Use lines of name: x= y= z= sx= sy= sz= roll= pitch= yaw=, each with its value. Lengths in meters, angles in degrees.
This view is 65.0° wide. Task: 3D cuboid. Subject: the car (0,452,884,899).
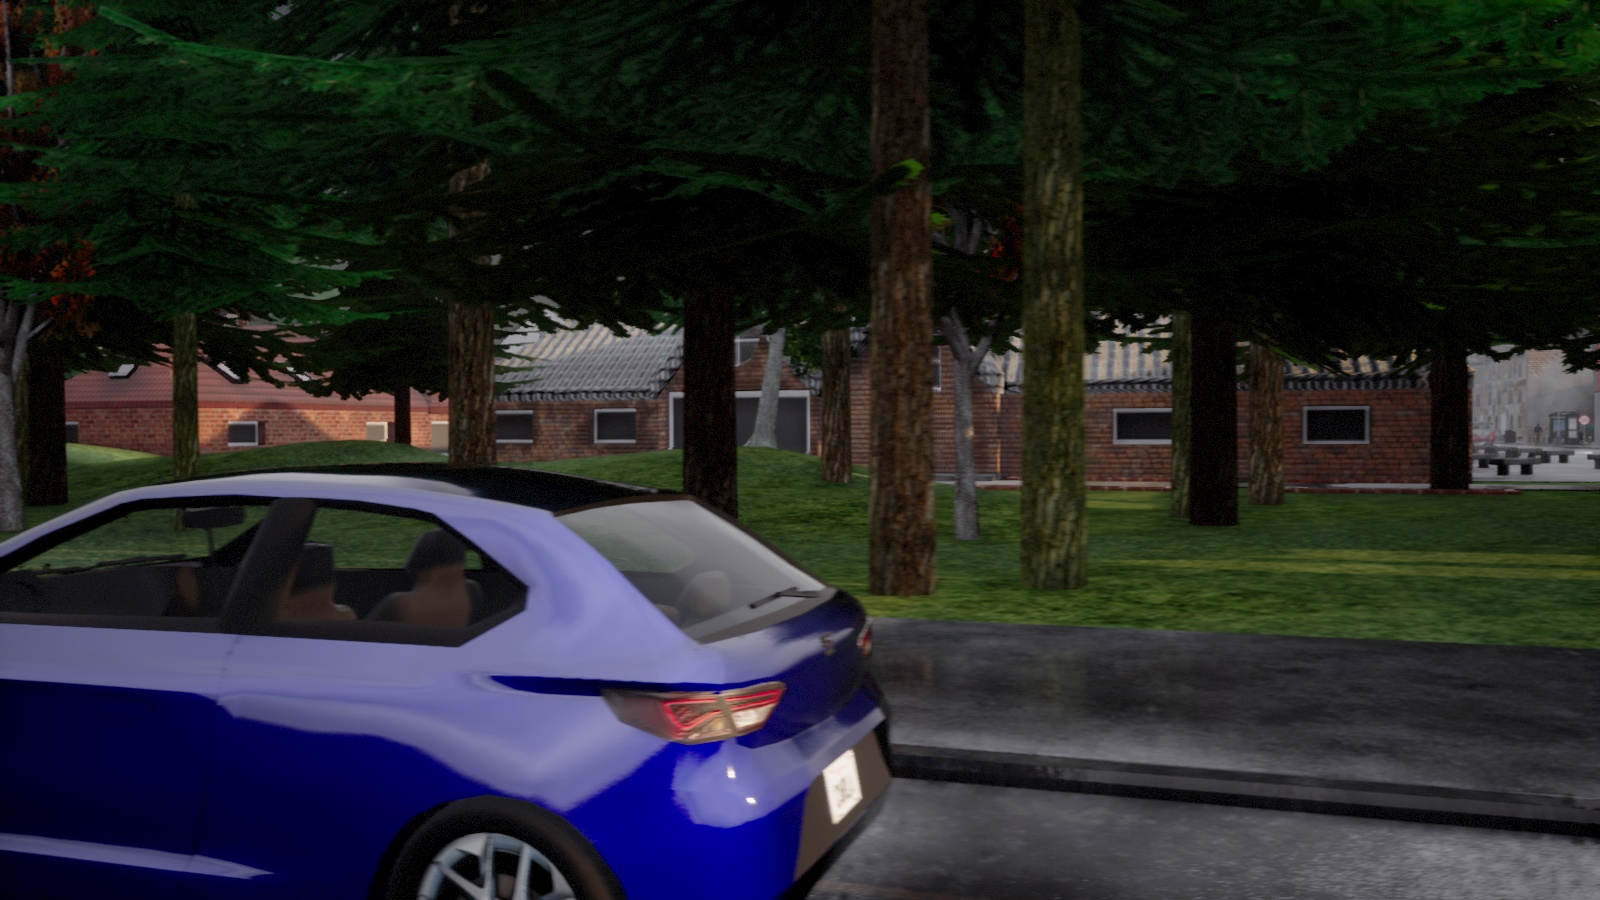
car: x=-1.972 y=0.773 z=4.382 sx=4.193 sy=1.474 sz=1.816 roll=0 pitch=1 yaw=19
